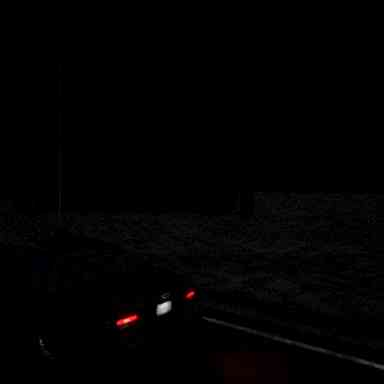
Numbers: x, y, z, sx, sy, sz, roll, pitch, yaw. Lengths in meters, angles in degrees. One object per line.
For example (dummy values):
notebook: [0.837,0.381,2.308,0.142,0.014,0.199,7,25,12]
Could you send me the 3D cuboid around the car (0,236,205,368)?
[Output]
car: [-2.374,1.516,5.772,5.357,1.411,2.033,1,0,37]
